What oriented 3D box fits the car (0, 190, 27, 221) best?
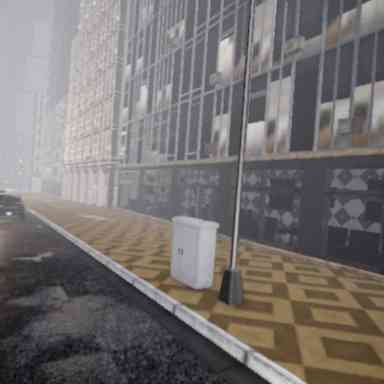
[{"bbox_3d":[-11.442,0.888,20.649,1.837,1.490,4.892,4,0,-31],"label":"car"}]
